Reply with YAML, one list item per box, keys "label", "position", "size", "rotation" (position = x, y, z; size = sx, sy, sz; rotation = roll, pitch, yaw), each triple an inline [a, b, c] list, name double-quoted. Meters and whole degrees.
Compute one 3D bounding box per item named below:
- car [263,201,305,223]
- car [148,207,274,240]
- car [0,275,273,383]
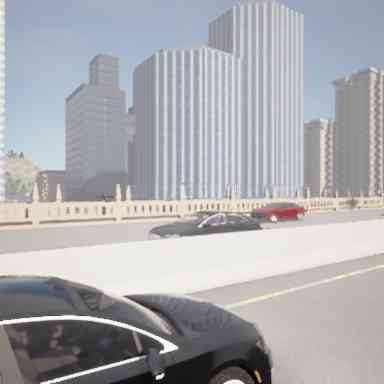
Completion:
- label: "car"
  position: [6.744, 1.500, 25.950]
  size: [5.008, 1.535, 1.882]
  rotation: [0, 0, -35]
- label: "car"
  position: [0.611, 1.501, 13.016]
  size: [4.902, 1.511, 2.128]
  rotation: [0, 0, -35]
- label: "car"
  position: [-1.409, 1.506, 2.741]
  size: [4.892, 1.490, 1.837]
  rotation: [0, 0, -35]
